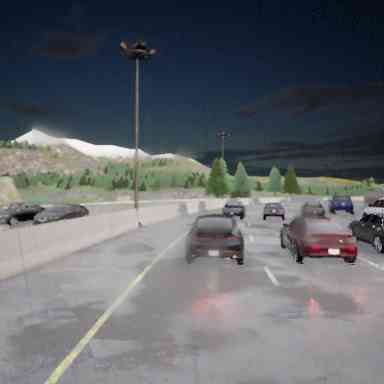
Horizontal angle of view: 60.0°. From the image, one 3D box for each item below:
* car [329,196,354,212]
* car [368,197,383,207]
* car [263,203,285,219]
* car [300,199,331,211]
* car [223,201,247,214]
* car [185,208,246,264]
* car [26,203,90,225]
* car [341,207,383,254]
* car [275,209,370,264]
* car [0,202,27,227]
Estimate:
[{"bbox_3d":[16.880,1.418,37.848,2.150,2.045,5.566,0,0,17],"label":"car"},{"bbox_3d":[12.689,1.353,20.955,2.150,2.045,5.566,0,0,10],"label":"car"},{"bbox_3d":[7.380,1.666,29.997,2.033,1.411,5.357,0,0,14],"label":"car"},{"bbox_3d":[11.425,1.639,31.606,2.128,1.511,4.902,0,0,14],"label":"car"},{"bbox_3d":[3.854,1.589,30.021,2.128,1.511,4.902,0,0,13],"label":"car"},{"bbox_3d":[0.870,1.540,12.074,1.837,1.490,4.892,0,0,6],"label":"car"},{"bbox_3d":[-8.573,1.532,22.361,1.837,1.490,4.892,0,0,9],"label":"car"},{"bbox_3d":[8.097,1.588,13.870,1.837,1.490,4.892,0,0,6],"label":"car"},{"bbox_3d":[4.377,1.582,12.003,1.812,1.442,4.674,0,0,6],"label":"car"},{"bbox_3d":[-12.026,1.482,22.929,2.128,1.511,4.902,0,0,9],"label":"car"}]
